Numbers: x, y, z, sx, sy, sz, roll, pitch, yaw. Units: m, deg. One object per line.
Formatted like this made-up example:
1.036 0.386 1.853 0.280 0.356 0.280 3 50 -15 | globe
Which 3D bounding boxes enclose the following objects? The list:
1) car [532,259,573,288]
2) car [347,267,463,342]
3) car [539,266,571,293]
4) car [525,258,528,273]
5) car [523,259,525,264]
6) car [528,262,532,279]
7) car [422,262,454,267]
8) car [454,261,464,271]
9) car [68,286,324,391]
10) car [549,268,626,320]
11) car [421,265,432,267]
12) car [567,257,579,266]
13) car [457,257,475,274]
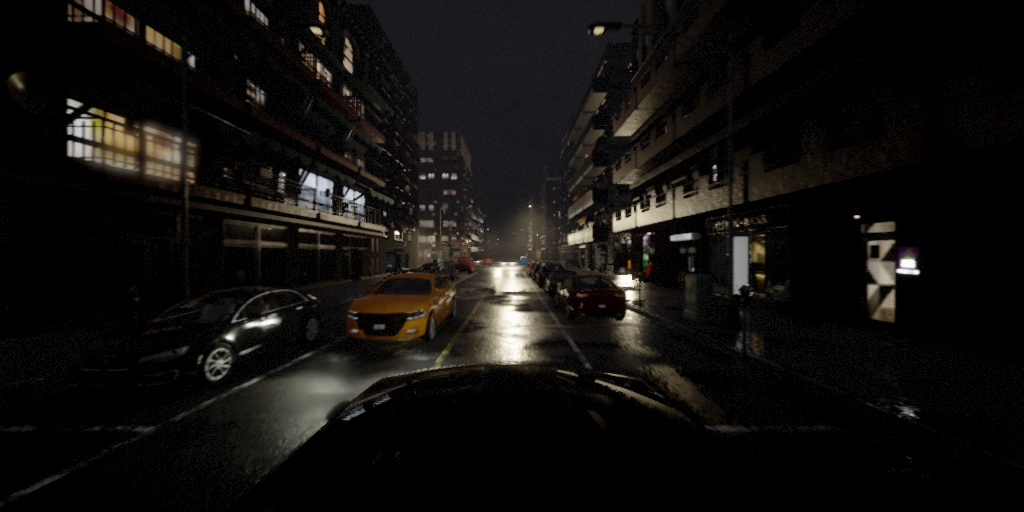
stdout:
2.566 1.186 23.621 1.967 1.591 4.097 0 0 0 | car
-2.771 1.227 10.031 1.882 1.535 5.008 0 0 0 | car
2.566 1.330 18.027 1.802 1.307 4.207 0 0 0 | car
2.567 1.182 34.810 1.967 1.591 4.097 0 0 0 | car
2.567 1.285 40.405 1.888 1.381 4.507 0 0 0 | car
2.567 1.184 29.216 1.967 1.591 4.097 0 0 0 | car
-5.314 1.186 23.621 1.967 1.591 4.097 0 0 0 | car
-5.314 1.326 29.216 1.802 1.307 4.207 0 0 0 | car
-5.314 1.300 6.839 2.007 1.370 4.403 0 0 0 | car
2.566 1.294 12.433 1.888 1.381 4.507 0 0 0 | car
-5.314 1.313 18.027 1.948 1.339 4.313 0 0 0 | car
11.008 0.943 59.606 4.553 1.767 2.097 -1 0 -1 | car
-5.314 1.055 40.405 2.192 1.841 5.009 0 0 0 | car
